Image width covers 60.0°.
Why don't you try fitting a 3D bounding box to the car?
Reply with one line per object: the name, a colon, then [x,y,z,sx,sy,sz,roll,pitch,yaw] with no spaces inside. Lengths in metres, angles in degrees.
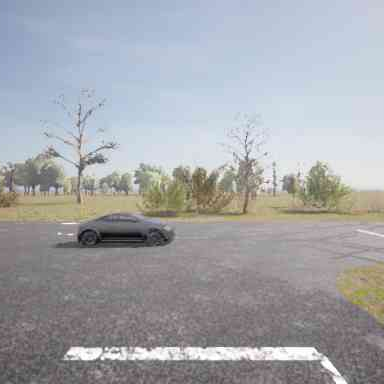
car: [-2.810,1.557,14.546,4.181,1.385,1.994,0,0,-1]
